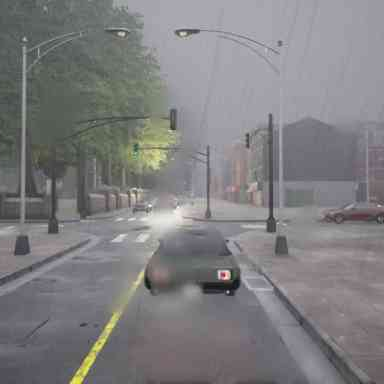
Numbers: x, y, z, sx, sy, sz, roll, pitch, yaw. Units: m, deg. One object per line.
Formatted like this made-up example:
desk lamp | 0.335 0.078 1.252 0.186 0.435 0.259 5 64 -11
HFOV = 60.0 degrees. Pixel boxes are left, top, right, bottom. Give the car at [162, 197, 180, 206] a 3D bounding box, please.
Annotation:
car | -2.983 1.655 44.927 1.895 1.301 4.718 0 0 0

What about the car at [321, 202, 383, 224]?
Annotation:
car | 11.665 1.473 23.617 4.674 1.442 1.812 -1 -1 1

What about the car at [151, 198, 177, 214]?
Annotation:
car | -2.912 1.638 35.715 1.895 1.301 4.718 0 0 0

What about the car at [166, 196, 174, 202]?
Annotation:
car | -5.800 1.744 87.537 1.752 1.417 4.829 1 0 0

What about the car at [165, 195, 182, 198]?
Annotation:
car | -3.041 1.607 55.762 1.812 1.442 4.674 0 0 0

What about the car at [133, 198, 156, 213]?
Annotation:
car | -5.472 1.590 36.971 2.008 1.369 4.403 1 0 0

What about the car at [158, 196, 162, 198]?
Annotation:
car | -5.495 1.603 44.106 2.008 1.369 4.403 1 0 0

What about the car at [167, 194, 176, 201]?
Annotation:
car | -5.836 1.566 93.159 2.192 1.841 5.009 1 0 0

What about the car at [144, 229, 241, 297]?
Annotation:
car | 0.039 1.606 8.582 1.895 1.301 4.718 0 0 1

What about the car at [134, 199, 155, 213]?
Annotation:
car | -5.510 1.568 38.944 1.752 1.417 4.829 1 0 0
